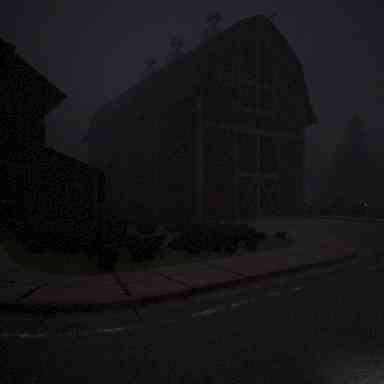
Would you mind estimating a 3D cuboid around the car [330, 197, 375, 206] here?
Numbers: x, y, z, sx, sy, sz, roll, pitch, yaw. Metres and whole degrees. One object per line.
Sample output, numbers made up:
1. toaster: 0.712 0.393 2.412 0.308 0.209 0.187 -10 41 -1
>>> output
1. car: 17.509 1.363 36.333 2.097 1.767 4.553 0 0 -34
